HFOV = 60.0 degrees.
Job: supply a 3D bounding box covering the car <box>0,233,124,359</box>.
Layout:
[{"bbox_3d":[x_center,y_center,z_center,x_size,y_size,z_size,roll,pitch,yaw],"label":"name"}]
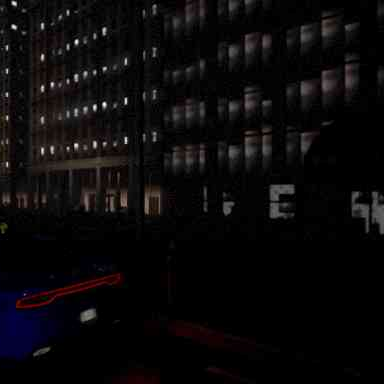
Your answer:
[{"bbox_3d":[-3.383,1.469,5.841,5.008,1.535,1.882,0,0,36],"label":"car"}]
